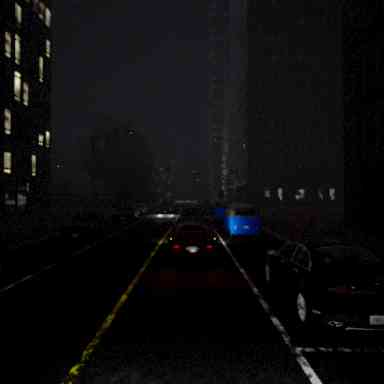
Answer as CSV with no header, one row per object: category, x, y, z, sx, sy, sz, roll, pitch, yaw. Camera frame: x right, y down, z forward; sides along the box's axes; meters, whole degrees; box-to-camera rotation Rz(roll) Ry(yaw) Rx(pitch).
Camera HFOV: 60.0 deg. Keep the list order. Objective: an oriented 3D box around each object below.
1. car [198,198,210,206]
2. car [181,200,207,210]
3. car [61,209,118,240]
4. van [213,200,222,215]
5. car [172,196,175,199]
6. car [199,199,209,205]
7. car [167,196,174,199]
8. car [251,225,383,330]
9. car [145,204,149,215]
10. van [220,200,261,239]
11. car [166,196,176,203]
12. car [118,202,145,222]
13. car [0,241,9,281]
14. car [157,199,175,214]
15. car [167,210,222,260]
car,2.682,2.014,67.899,1.967,1.590,4.097,0,0,0
car,0.048,1.746,28.379,1.882,1.535,5.008,0,0,0
car,-5.692,1.755,18.375,1.947,1.339,4.313,0,-1,0
van,2.770,1.621,29.776,1.690,1.788,3.998,0,0,0
car,-5.701,2.212,79.257,2.008,1.369,4.403,0,0,0
car,2.681,2.183,73.579,1.947,1.339,4.313,0,0,0
car,-5.700,2.162,73.575,1.887,1.381,4.507,0,0,0
car,2.689,1.631,6.973,2.008,1.369,4.403,0,-1,0
car,-5.823,1.861,37.005,1.752,1.417,4.829,0,0,0
van,2.690,1.530,18.379,1.690,1.788,3.998,0,0,0
car,-5.701,2.062,90.625,2.192,1.841,5.009,0,0,0
car,-5.774,1.845,29.771,1.947,1.339,4.313,0,0,0
car,-5.692,1.624,6.972,1.887,1.381,4.507,0,-1,0
car,-3.033,1.907,40.156,2.033,1.411,5.357,0,0,0
car,0.048,1.665,12.923,1.812,1.442,4.674,0,0,0
